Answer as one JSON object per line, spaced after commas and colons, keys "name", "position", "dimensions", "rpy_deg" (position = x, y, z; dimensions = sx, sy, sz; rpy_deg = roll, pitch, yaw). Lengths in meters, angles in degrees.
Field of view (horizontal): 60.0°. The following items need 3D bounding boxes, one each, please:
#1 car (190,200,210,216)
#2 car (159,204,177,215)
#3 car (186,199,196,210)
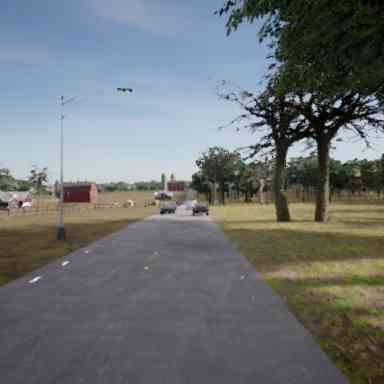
{"name": "car", "position": [0.960, 1.965, 38.527], "dimensions": [1.837, 1.490, 4.892], "rpy_deg": [0, -1, 0]}
{"name": "car", "position": [-2.840, 2.090, 40.176], "dimensions": [1.895, 1.301, 4.718], "rpy_deg": [0, -1, 0]}
{"name": "car", "position": [-0.003, 2.343, 57.147], "dimensions": [1.812, 1.442, 4.674], "rpy_deg": [0, -1, 0]}
